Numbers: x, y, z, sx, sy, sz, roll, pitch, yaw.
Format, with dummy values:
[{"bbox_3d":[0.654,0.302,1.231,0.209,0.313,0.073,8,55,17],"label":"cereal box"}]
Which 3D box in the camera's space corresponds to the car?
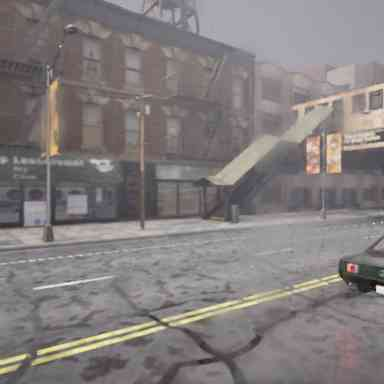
[{"bbox_3d":[5.506,1.607,7.671,4.718,1.301,1.895,0,0,-35],"label":"car"}]
